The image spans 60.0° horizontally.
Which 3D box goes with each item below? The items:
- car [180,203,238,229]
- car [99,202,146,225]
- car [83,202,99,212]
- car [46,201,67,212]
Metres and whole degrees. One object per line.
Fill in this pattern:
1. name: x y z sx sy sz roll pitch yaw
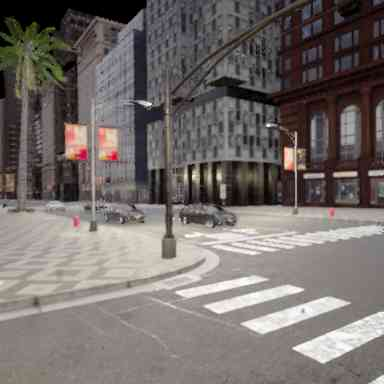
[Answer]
1. car: 1.023 1.529 22.154 1.837 1.490 4.892 -1 0 -35
2. car: -5.206 1.617 25.464 1.837 1.490 4.892 -1 0 -35
3. car: -11.757 1.853 40.725 1.895 1.301 4.718 -1 0 -34
4. car: -18.301 1.903 44.562 1.812 1.442 4.674 -1 -1 -34
